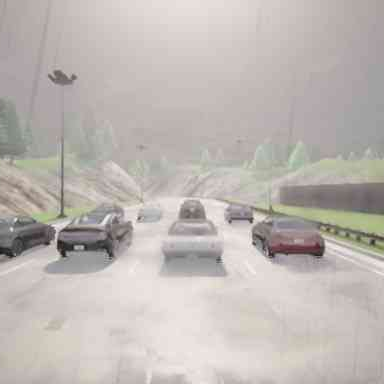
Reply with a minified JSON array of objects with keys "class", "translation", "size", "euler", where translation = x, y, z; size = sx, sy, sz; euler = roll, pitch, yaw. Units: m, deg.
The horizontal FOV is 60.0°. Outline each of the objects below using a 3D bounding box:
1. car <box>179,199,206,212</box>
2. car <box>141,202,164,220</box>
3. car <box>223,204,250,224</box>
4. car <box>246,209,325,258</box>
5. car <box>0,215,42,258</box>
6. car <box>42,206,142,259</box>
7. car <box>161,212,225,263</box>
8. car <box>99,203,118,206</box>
[{"class":"car","translation":[0.039,1.397,27.592],"size":[2.097,1.767,4.553],"euler":[0,0,1]},{"class":"car","translation":[-3.455,1.573,28.354],"size":[1.812,1.442,4.674],"euler":[0,0,0]},{"class":"car","translation":[3.517,1.590,25.505],"size":[2.033,1.411,5.357],"euler":[0,0,1]},{"class":"car","translation":[3.546,1.586,12.950],"size":[1.994,1.385,4.181],"euler":[0,0,0]},{"class":"car","translation":[-6.955,1.586,12.882],"size":[1.994,1.385,4.181],"euler":[0,0,0]},{"class":"car","translation":[-3.457,1.513,12.682],"size":[2.128,1.511,4.902],"euler":[0,0,1]},{"class":"car","translation":[0.038,1.621,12.070],"size":[1.895,1.301,4.718],"euler":[0,0,1]},{"class":"car","translation":[-6.958,1.611,27.929],"size":[1.994,1.385,4.181],"euler":[0,0,0]}]
